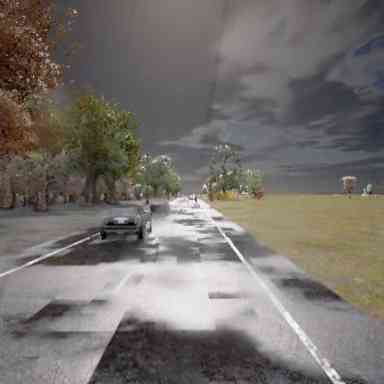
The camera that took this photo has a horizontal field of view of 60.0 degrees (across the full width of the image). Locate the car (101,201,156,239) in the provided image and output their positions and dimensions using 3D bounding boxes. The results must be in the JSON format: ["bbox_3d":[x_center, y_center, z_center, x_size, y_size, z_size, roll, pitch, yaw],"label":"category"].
[{"bbox_3d":[-3.404,1.453,18.114,2.097,1.767,4.553,0,0,0],"label":"car"}]

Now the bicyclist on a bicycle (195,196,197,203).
[{"bbox_3d":[0.955,1.929,85.024,0.582,1.620,1.656,0,-1,0],"label":"bicyclist on a bicycle"}]

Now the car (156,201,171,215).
[{"bbox_3d":[-3.404,1.678,36.019,1.882,1.535,5.008,0,0,0],"label":"car"}]

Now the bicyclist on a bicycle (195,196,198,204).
[{"bbox_3d":[0.955,1.795,76.019,0.659,1.776,1.843,0,0,0],"label":"bicyclist on a bicycle"}]
